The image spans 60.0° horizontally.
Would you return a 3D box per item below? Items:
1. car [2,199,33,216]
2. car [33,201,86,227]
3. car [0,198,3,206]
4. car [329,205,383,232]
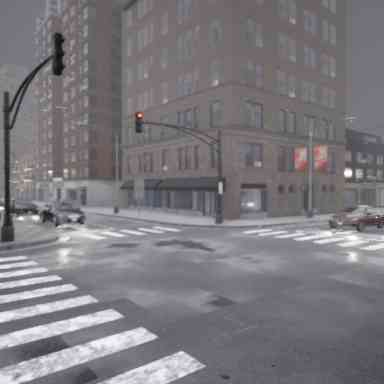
[{"bbox_3d":[-15.800,1.378,31.014,2.033,1.411,5.357,-1,1,-39],"label":"car"},{"bbox_3d":[-8.723,1.400,22.259,2.128,1.511,4.902,-1,1,-39],"label":"car"},{"bbox_3d":[-25.987,1.286,43.668,1.994,1.385,4.181,-1,1,-39],"label":"car"},{"bbox_3d":[10.519,1.593,21.036,4.674,1.442,1.812,1,0,-39],"label":"car"}]
